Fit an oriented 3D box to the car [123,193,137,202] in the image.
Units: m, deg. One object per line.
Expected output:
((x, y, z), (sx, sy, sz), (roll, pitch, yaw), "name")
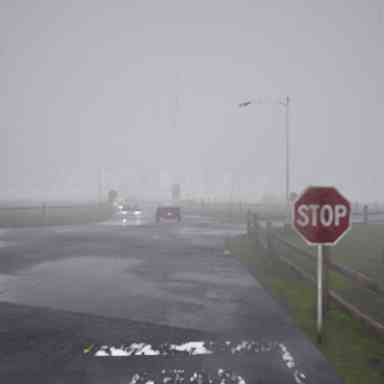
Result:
((-12.839, 1.173, 68.730), (2.097, 1.767, 4.553), (0, 0, -22), "car")

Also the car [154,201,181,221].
((-2.052, 1.462, 27.111), (1.882, 1.535, 5.008), (0, 0, -8), "car")

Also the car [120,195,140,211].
((-7.212, 1.451, 39.101), (1.837, 1.490, 4.892), (0, 1, -12), "car")

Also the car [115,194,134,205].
((-10.763, 1.374, 53.329), (1.882, 1.535, 5.008), (0, 0, -16), "car")

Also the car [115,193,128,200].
((-16.648, 1.128, 78.125), (2.128, 1.511, 4.902), (0, 0, -24), "car")

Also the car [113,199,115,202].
((-15.533, 1.345, 68.078), (2.128, 1.511, 4.902), (0, 0, -20), "car")
